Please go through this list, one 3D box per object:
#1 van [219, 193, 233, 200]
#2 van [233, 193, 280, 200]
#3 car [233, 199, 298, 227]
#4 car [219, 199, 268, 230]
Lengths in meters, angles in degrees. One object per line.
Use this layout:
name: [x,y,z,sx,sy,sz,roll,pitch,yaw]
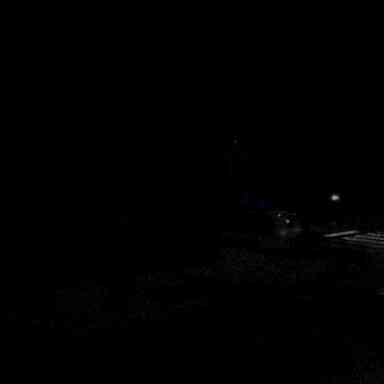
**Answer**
van: [2.611,0.948,33.487,1.690,1.788,3.998,0,1,-35]
van: [5.771,1.000,28.995,1.690,1.788,3.998,0,1,-35]
car: [4.256,1.382,21.102,1.895,1.301,4.718,-1,1,-38]
car: [1.967,1.358,19.576,1.887,1.381,4.507,0,1,-35]
